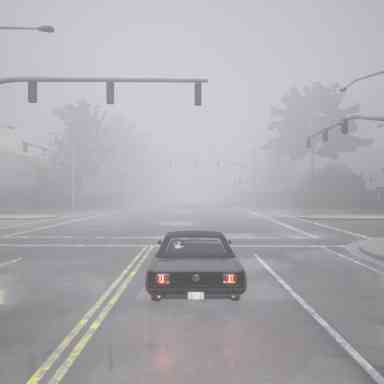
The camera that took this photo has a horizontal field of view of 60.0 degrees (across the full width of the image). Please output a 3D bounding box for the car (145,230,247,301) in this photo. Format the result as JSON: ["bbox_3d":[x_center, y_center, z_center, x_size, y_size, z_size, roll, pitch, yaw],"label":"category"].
[{"bbox_3d":[0.065,1.601,8.280,1.895,1.301,4.718,0,0,0],"label":"car"}]

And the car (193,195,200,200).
[{"bbox_3d":[1.154,1.524,89.668,1.812,1.442,4.674,0,0,1],"label":"car"}]
